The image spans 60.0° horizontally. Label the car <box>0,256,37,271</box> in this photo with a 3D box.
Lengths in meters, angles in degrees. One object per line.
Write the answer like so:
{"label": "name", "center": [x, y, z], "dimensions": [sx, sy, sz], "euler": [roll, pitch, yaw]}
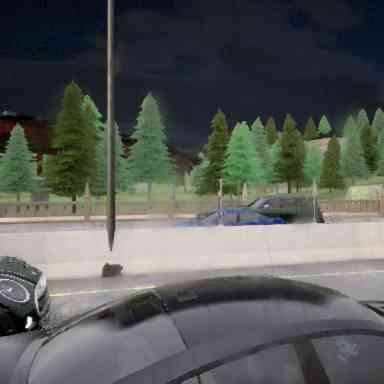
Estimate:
{"label": "car", "center": [-4.470, 1.353, 4.679], "dimensions": [4.553, 1.767, 2.097], "euler": [0, 0, -19]}

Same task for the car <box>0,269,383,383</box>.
{"label": "car", "center": [0.750, 1.476, 2.630], "dimensions": [5.008, 1.535, 1.882], "euler": [0, 0, -16]}

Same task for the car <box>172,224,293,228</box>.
{"label": "car", "center": [1.405, 1.472, 13.824], "dimensions": [5.008, 1.535, 1.882], "euler": [0, 0, -13]}
